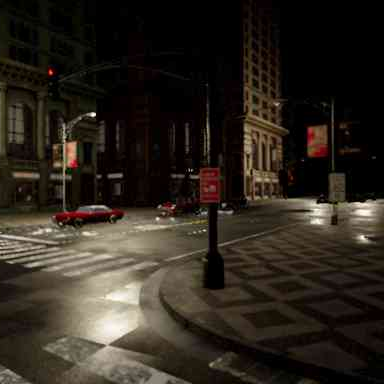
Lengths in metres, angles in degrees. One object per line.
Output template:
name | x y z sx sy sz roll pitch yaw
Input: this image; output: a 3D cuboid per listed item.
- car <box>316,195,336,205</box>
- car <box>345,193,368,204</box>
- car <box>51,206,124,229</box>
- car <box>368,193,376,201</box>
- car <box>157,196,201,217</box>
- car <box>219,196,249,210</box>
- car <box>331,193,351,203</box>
car | 19.057 1.105 47.279 1.994 1.385 4.181 -1 0 35
car | 24.251 0.989 48.999 1.812 1.442 4.674 -1 0 36
car | -6.881 1.615 22.256 1.895 1.301 4.718 -1 0 33
car | 31.393 0.840 59.085 1.812 1.442 4.674 -1 0 35
car | -1.148 1.247 30.349 2.097 1.767 4.553 -1 0 35
car | 4.962 1.263 38.960 2.128 1.511 4.902 -1 0 35
car | 24.787 0.915 55.370 2.128 1.511 4.902 -1 0 35
